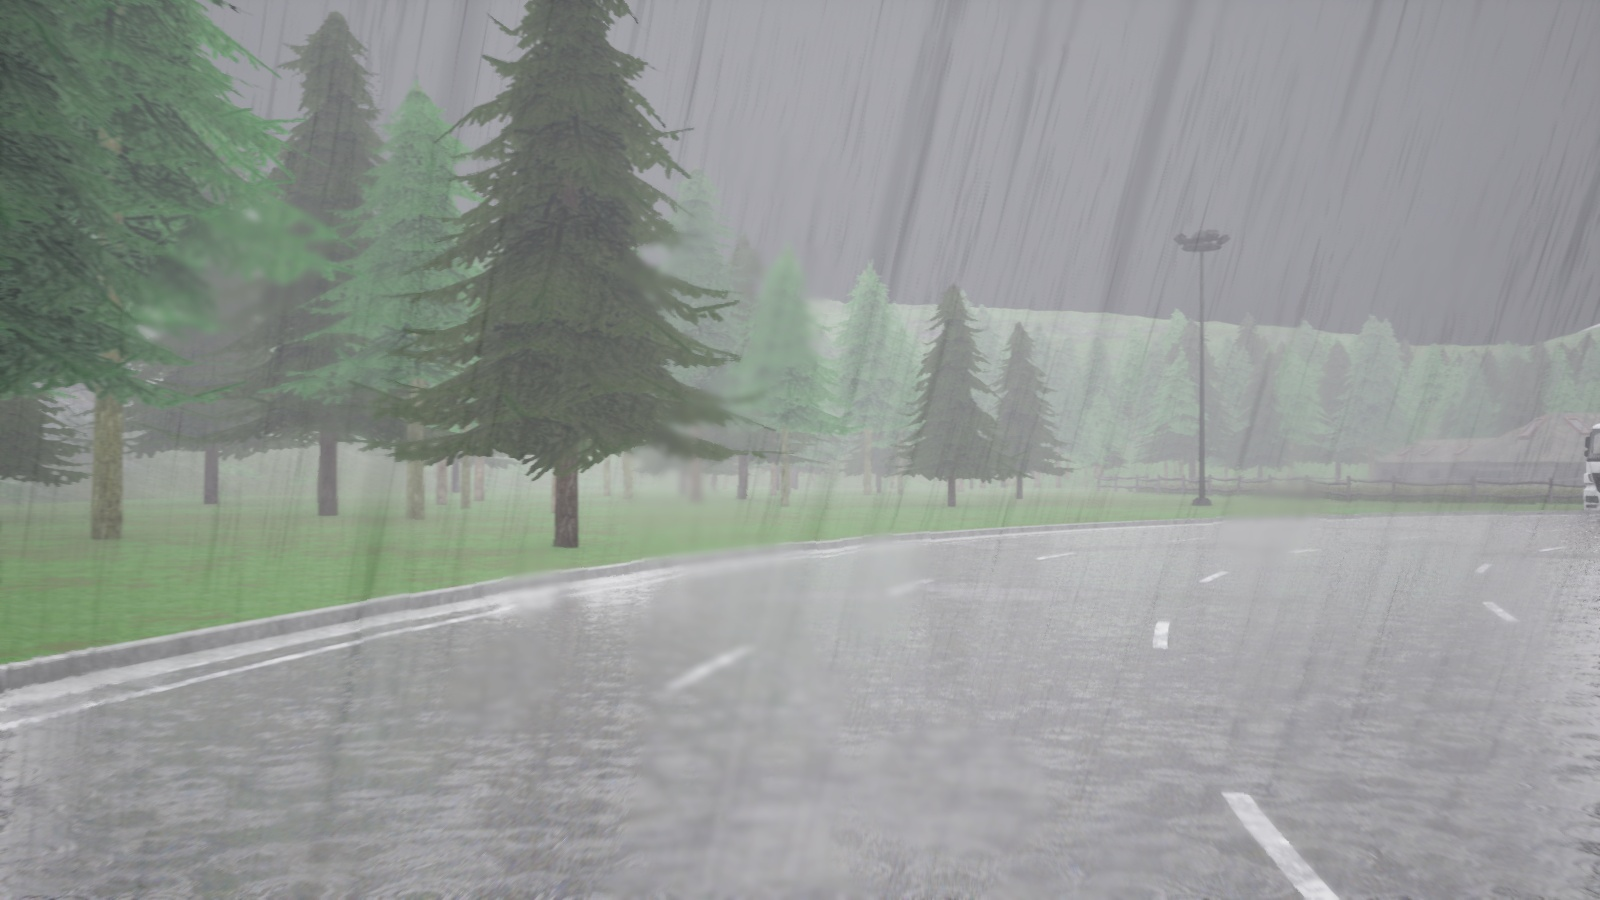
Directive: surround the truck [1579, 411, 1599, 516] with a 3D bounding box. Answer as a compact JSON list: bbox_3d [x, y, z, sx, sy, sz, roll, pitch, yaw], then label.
[{"bbox_3d":[30.350,0.449,42.525,7.936,3.462,2.891,0,-1,-25],"label":"truck"}]
